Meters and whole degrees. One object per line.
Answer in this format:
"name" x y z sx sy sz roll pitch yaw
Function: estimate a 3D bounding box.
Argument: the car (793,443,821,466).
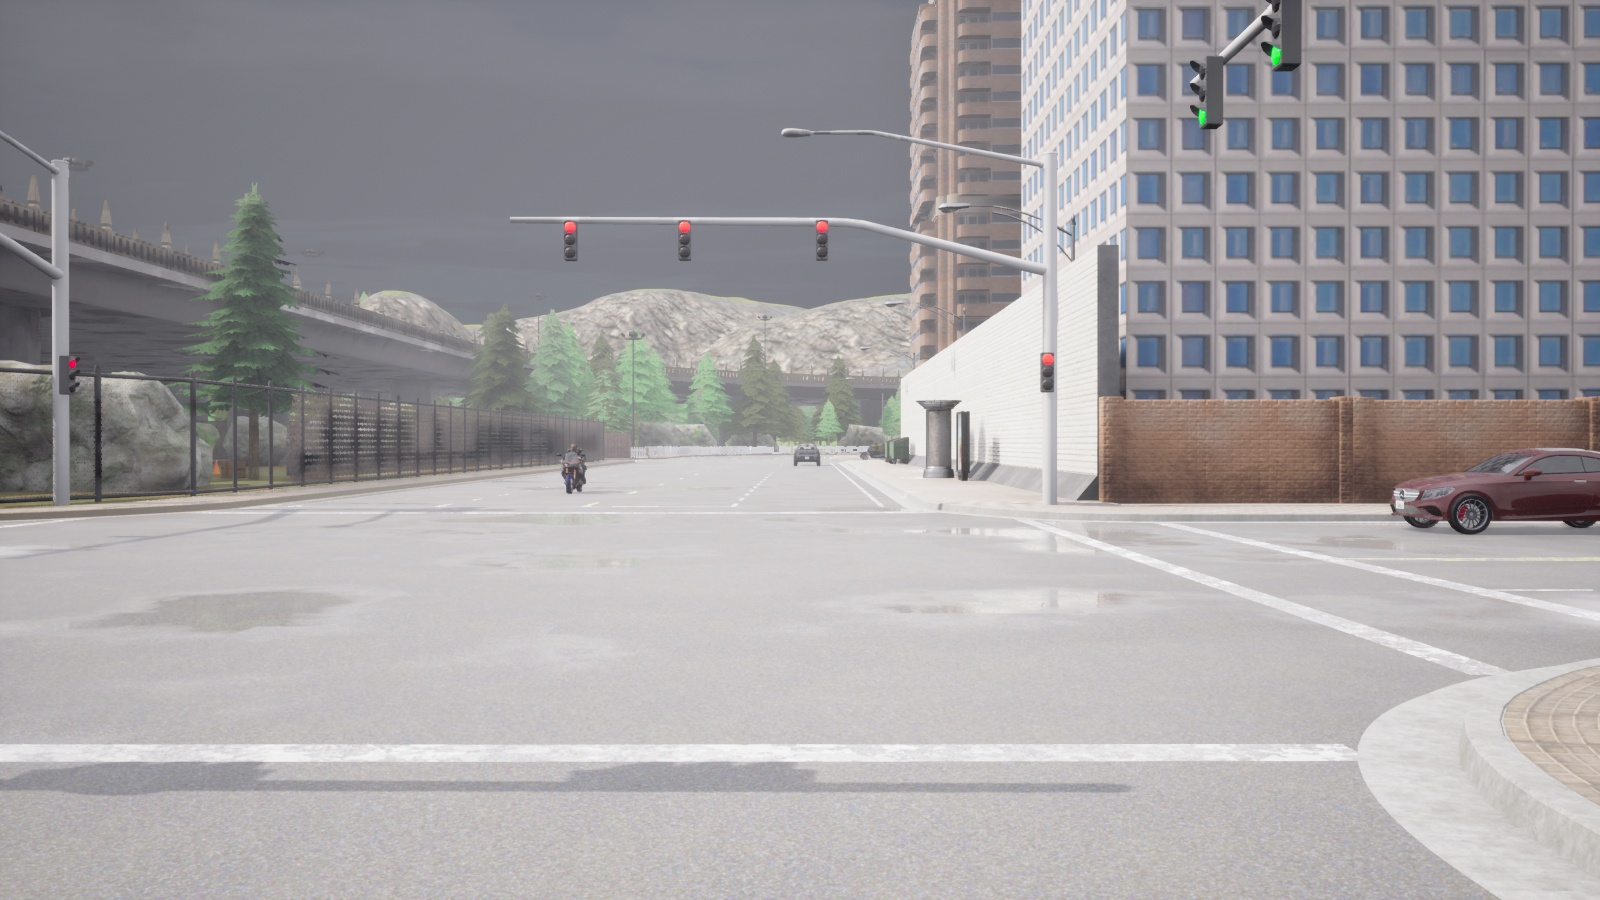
"car" 0.466 0.293 82.858 1.816 1.474 4.193 0 0 0

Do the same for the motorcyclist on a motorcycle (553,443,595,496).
"motorcyclist on a motorcycle" -6.779 0.563 37.779 0.866 1.530 2.191 0 0 0

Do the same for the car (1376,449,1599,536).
"car" 12.785 0.714 21.879 4.674 1.442 1.812 0 0 0
